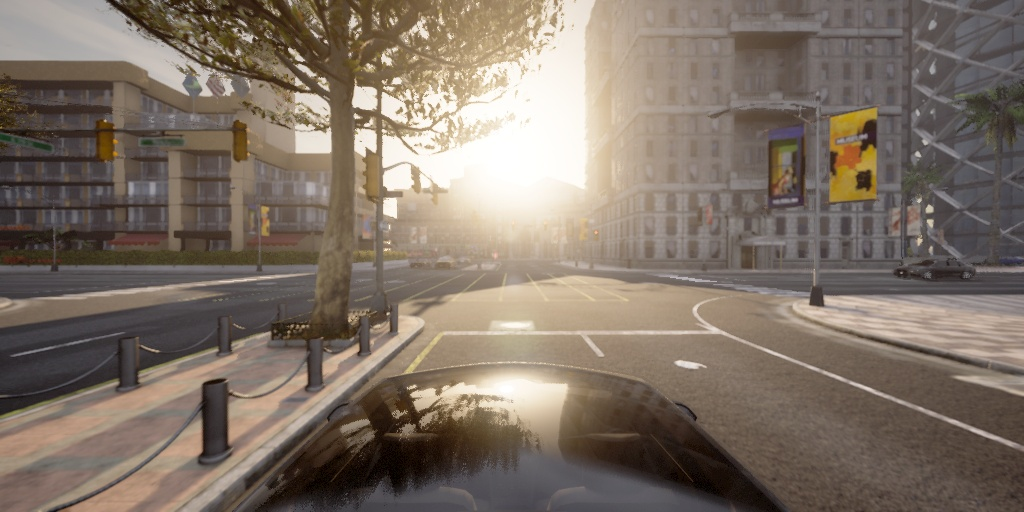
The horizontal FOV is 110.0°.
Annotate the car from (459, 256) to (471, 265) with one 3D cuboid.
[{"bbox_3d":[-8.041,0.706,60.322,2.128,1.511,4.902,0,0,0],"label":"car"}]

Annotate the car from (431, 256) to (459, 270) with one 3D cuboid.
[{"bbox_3d":[-8.016,0.847,43.252,1.882,1.535,5.008,0,0,0],"label":"car"}]

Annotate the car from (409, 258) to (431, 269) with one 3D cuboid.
[{"bbox_3d":[-11.592,0.948,45.652,1.895,1.301,4.718,0,1,0],"label":"car"}]

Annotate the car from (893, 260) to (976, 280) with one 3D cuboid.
[{"bbox_3d":[31.983,1.023,27.212,4.892,1.490,1.837,0,1,0],"label":"car"}]
